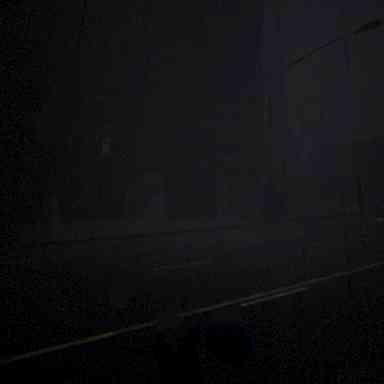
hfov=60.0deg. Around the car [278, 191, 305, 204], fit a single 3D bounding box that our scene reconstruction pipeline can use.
[{"bbox_3d":[11.669,0.663,39.737,3.806,1.475,1.970,-2,1,-35],"label":"car"}]
